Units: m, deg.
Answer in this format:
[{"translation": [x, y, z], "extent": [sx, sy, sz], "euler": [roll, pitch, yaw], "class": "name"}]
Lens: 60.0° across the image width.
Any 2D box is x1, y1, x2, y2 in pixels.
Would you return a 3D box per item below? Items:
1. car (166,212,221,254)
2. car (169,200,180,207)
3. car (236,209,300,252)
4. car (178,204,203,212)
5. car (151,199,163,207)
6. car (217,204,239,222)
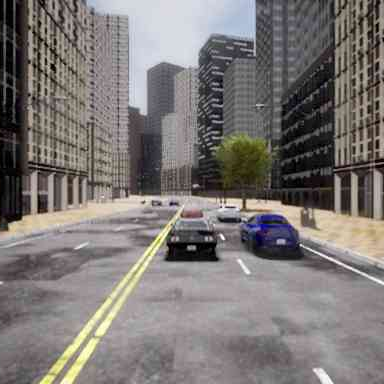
[{"translation": [-0.004, 1.729, 14.107], "extent": [1.895, 1.301, 4.718], "euler": [0, 0, 0], "class": "car"}, {"translation": [-3.304, 2.122, 62.465], "extent": [1.895, 1.301, 4.718], "euler": [0, 0, 1], "class": "car"}, {"translation": [3.250, 1.656, 14.401], "extent": [1.812, 1.442, 4.674], "euler": [0, 0, 0], "class": "car"}, {"translation": [-0.010, 1.860, 29.109], "extent": [1.895, 1.301, 4.718], "euler": [0, 0, 0], "class": "car"}, {"translation": [-6.567, 2.015, 62.524], "extent": [2.128, 1.511, 4.902], "euler": [0, 0, 1], "class": "car"}, {"translation": [3.244, 1.787, 29.389], "extent": [1.812, 1.442, 4.674], "euler": [0, 0, 0], "class": "car"}]
